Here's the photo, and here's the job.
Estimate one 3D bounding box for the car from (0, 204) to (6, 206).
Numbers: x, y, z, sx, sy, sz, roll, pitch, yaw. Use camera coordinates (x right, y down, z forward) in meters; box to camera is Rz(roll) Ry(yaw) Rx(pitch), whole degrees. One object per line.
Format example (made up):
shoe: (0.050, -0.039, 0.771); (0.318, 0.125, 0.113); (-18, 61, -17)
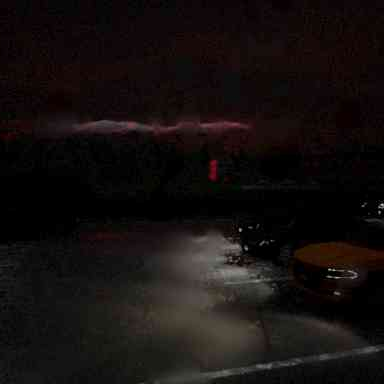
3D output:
car: (-11.324, 1.286, 17.222); (5.008, 1.535, 1.882); (0, 1, -15)

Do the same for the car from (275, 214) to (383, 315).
car: (4.547, 1.364, 7.074); (5.008, 1.535, 1.882); (0, 1, -15)

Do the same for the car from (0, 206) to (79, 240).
car: (-7.507, 1.430, 14.645); (4.718, 1.301, 1.895); (0, 1, -15)

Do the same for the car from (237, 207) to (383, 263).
car: (3.852, 1.369, 10.502); (4.674, 1.442, 1.812); (0, 1, -16)

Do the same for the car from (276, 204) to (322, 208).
car: (4.314, 1.296, 14.273); (4.892, 1.490, 1.837); (0, 1, -15)

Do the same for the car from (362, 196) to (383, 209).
car: (14.795, 0.971, 24.420); (4.553, 1.767, 2.097); (0, 1, -15)
